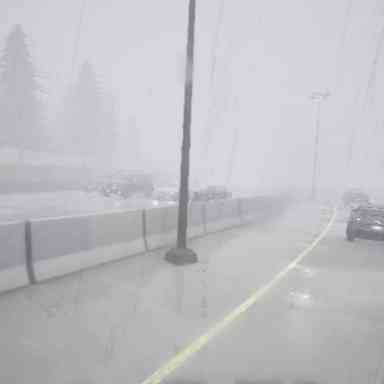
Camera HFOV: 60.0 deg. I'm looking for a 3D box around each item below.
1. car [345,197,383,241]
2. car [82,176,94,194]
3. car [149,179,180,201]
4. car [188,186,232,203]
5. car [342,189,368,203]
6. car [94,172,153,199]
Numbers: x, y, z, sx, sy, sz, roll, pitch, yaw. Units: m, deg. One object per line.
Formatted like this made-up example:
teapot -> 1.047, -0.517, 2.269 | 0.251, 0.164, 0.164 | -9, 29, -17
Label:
car -> 7.283, 1.147, 13.212 | 1.994, 1.385, 4.181 | 4, 4, 27
car -> -7.672, -0.862, 30.873 | 2.150, 2.045, 5.566 | 4, 4, 24
car -> -1.364, -0.104, 27.968 | 1.812, 1.442, 4.674 | 4, 3, 24
car -> 1.571, 0.218, 25.957 | 1.895, 1.301, 4.718 | 4, 3, 24
car -> 15.687, 0.414, 32.003 | 1.882, 1.535, 5.008 | 4, 4, 20
car -> -5.226, -0.583, 27.820 | 2.150, 2.045, 5.566 | 4, 4, 25
